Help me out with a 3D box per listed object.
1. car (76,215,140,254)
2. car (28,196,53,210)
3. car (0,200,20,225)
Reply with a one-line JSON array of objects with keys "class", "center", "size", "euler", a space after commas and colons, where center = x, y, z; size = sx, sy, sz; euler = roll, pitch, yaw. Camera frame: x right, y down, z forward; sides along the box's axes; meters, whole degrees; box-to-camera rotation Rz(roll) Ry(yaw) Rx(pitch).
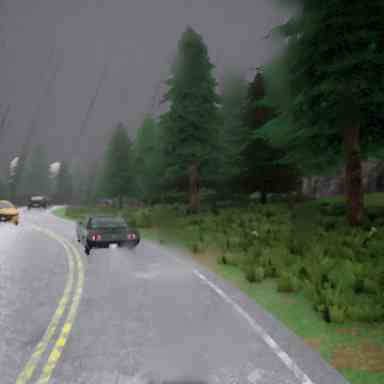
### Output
[{"class": "car", "center": [-3.593, 1.590, 13.567], "size": [1.895, 1.301, 4.718], "euler": [1, 0, -24]}, {"class": "car", "center": [-17.472, 1.215, 38.424], "size": [1.882, 1.535, 5.008], "euler": [-1, 1, -13]}, {"class": "car", "center": [-12.657, 1.281, 21.791], "size": [1.882, 1.535, 5.008], "euler": [2, -1, -36]}]
